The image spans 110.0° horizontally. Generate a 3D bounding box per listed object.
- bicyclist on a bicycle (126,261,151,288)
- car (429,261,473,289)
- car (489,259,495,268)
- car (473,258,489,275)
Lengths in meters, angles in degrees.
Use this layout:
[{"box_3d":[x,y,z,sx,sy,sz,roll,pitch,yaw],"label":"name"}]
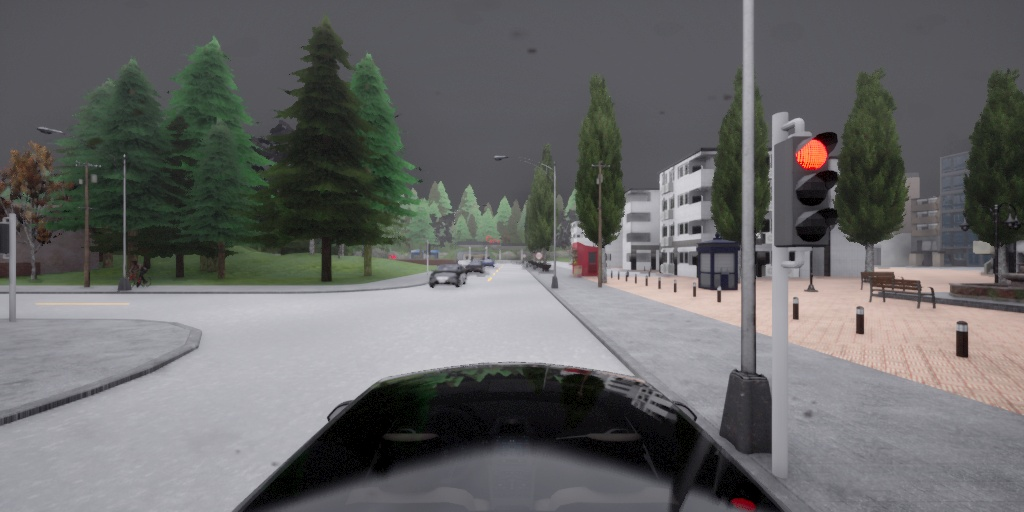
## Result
[{"box_3d":[-22.136,1.099,21.184,0.582,1.620,1.656,0,0,0],"label":"bicyclist on a bicycle"},{"box_3d":[-4.092,1.241,23.469,2.128,1.511,4.902,0,0,0],"label":"car"},{"box_3d":[-3.978,1.227,60.640,1.882,1.535,5.008,0,0,1],"label":"car"},{"box_3d":[-4.083,1.297,40.299,2.033,1.411,5.357,0,0,0],"label":"car"}]
